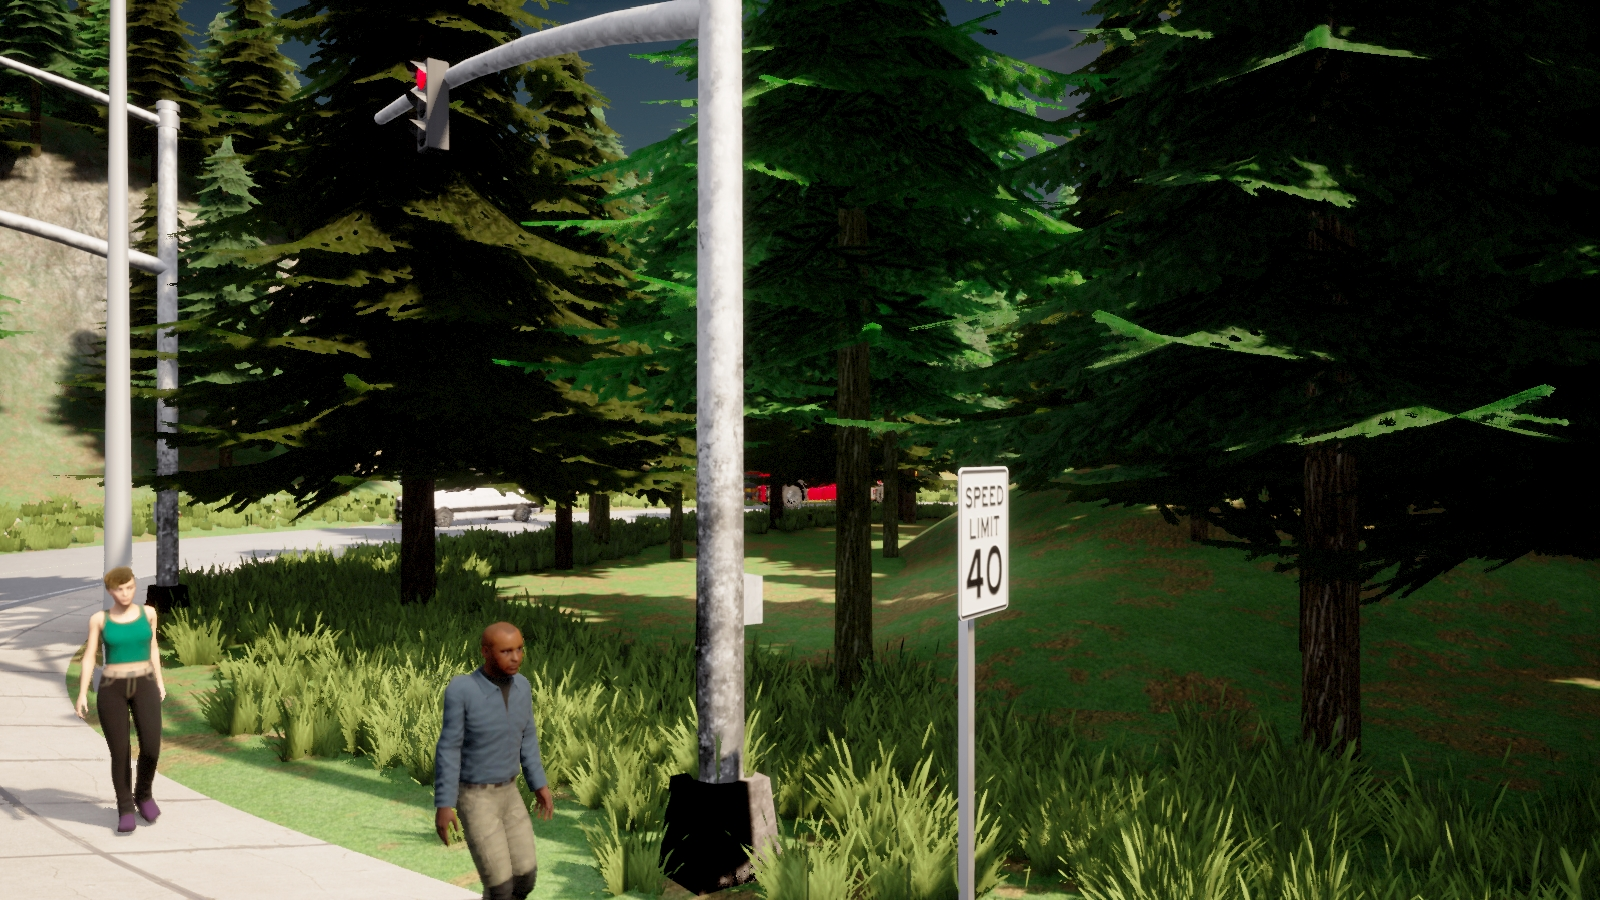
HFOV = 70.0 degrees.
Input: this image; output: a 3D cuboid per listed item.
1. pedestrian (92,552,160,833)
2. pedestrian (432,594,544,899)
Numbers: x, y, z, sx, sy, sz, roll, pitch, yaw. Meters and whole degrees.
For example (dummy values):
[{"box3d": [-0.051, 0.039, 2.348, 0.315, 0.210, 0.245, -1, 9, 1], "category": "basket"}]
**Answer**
[{"box3d": [-4.735, 1.669, 8.024, 0.375, 1.860, 0.375, 0, 0, -36], "category": "pedestrian"}, {"box3d": [-1.532, 1.669, 5.614, 0.375, 1.860, 0.375, 0, 0, 34], "category": "pedestrian"}]
